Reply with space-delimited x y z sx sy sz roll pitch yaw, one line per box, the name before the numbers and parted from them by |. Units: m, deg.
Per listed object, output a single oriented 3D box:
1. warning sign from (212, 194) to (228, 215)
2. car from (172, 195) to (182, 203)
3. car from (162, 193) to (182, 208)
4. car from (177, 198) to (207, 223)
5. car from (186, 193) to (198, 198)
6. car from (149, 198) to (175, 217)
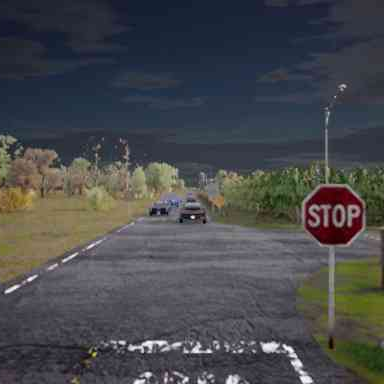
warning sign | 2.397 1.073 28.932 1.300 1.860 1.060 0 0 0
car | -2.869 1.389 65.149 1.812 1.442 4.674 0 0 0
car | -2.925 1.144 46.031 2.150 2.045 5.566 0 0 0
car | 0.055 1.468 25.348 1.837 1.490 4.892 0 0 0
car | -0.108 1.381 60.961 1.837 1.490 4.892 0 0 0
car | -2.902 1.554 31.121 1.895 1.301 4.718 0 0 0
